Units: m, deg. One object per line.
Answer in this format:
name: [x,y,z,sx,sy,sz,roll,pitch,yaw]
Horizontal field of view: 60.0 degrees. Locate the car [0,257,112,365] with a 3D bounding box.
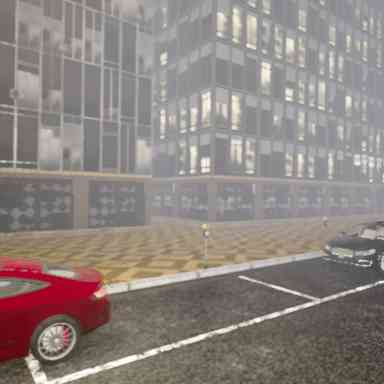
car: [-3.154,1.579,4.306,4.206,1.307,1.802,1,0,-35]

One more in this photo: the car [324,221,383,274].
car: [6.115,1.657,10.918,4.403,1.369,2.008,1,0,-35]
